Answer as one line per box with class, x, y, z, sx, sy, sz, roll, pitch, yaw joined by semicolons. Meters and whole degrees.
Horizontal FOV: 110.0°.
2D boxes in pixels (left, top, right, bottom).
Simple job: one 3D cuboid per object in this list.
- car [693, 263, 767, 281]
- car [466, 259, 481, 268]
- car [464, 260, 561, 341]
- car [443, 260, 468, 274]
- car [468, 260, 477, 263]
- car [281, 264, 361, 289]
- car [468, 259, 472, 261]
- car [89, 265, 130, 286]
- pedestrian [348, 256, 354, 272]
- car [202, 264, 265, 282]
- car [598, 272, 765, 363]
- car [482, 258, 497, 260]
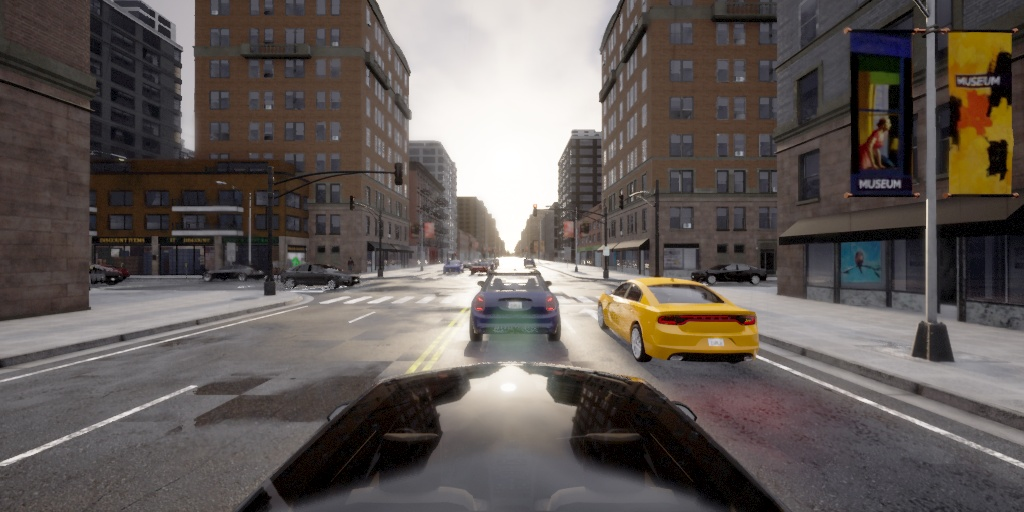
car;15.839;1.268;26.363;5.008;1.535;1.882;0;0;1
car;-6.677;1.234;63.048;2.128;1.511;4.902;0;0;0
car;0.076;1.102;10.009;2.097;1.767;4.553;0;0;0
car;-6.665;1.226;41.293;1.882;1.535;5.008;0;0;0
car;-3.415;1.350;39.319;1.895;1.301;4.718;0;0;0
car;-11.905;1.249;22.408;4.892;1.490;1.837;0;-1;11
car;-6.683;1.310;50.886;1.994;1.385;4.181;0;0;0
car;-28.252;1.245;23.205;4.892;1.490;1.837;0;0;0
pedestrian;-14.194;0.920;31.521;0.375;1.860;0.375;0;0;0
car;-22.172;1.330;28.671;4.313;1.339;1.948;0;0;0
car;3.314;1.228;8.209;1.882;1.535;5.008;0;0;1
car;-3.428;1.099;48.226;2.097;1.767;4.553;0;0;0
